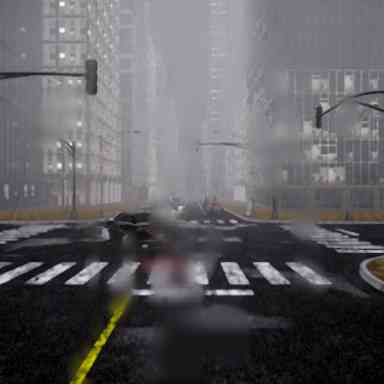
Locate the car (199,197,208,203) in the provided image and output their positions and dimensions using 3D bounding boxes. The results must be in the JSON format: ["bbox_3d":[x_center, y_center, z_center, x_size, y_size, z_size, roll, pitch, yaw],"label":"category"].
[{"bbox_3d":[2.573,1.753,74.734,1.887,1.381,4.507,-1,0,0],"label":"car"}]

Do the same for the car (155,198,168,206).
[{"bbox_3d":[-5.311,1.749,58.138,1.802,1.307,4.206,-1,0,0],"label":"car"}]

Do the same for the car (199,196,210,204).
[{"bbox_3d":[2.570,1.635,69.210,1.967,1.590,4.097,-1,0,0],"label":"car"}]

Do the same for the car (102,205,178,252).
[{"bbox_3d":[-2.373,1.521,14.359,1.882,1.535,5.008,1,-1,-30],"label":"car"}]

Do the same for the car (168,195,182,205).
[{"bbox_3d":[-2.793,1.670,57.838,1.837,1.490,4.892,0,0,1],"label":"car"}]

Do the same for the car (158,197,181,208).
[{"bbox_3d":[-2.832,1.686,41.958,1.994,1.385,4.181,0,0,0],"label":"car"}]

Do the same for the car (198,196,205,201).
[{"bbox_3d":[2.578,1.775,91.478,1.752,1.417,4.829,-1,0,0],"label":"car"}]

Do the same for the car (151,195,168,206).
[{"bbox_3d":[-5.314,1.592,52.614,1.967,1.590,4.097,-1,0,0],"label":"car"}]

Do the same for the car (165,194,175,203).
[{"bbox_3d":[-5.308,1.538,80.237,2.192,1.841,5.009,-1,0,0],"label":"car"}]

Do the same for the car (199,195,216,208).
[{"bbox_3d":[2.551,1.452,47.112,2.192,1.841,5.009,-1,0,0],"label":"car"}]

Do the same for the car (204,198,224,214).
[{"bbox_3d":[2.531,1.687,36.062,1.802,1.307,4.206,-1,0,0],"label":"car"}]

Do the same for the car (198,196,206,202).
[{"bbox_3d":[2.577,1.818,85.783,1.802,1.307,4.206,-1,0,0],"label":"car"}]
